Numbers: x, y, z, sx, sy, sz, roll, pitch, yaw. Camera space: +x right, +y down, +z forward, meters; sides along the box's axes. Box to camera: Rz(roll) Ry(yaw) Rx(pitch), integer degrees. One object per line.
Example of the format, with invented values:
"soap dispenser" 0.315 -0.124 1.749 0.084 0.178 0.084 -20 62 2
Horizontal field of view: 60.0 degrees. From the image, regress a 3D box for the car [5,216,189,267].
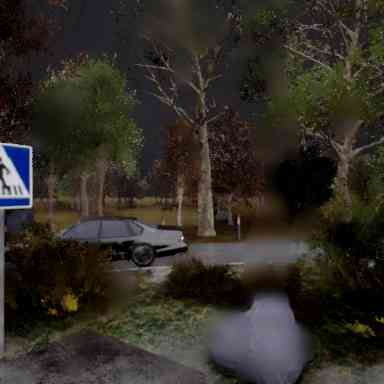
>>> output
"car" -2.792 1.462 10.156 5.357 1.411 2.033 -2 0 -5
